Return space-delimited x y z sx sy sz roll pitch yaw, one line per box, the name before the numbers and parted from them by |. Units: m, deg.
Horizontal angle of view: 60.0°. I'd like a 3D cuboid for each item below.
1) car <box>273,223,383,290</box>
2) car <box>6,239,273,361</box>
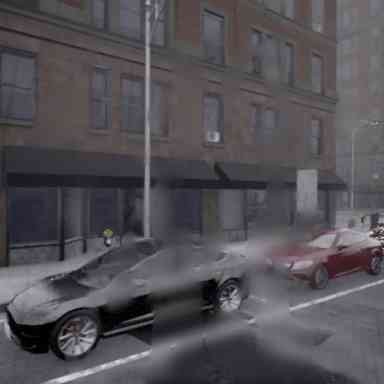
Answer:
car | 3.663 1.641 9.147 4.206 1.307 1.802 1 0 -35
car | -0.816 1.585 5.952 4.313 1.339 1.947 0 0 -35
